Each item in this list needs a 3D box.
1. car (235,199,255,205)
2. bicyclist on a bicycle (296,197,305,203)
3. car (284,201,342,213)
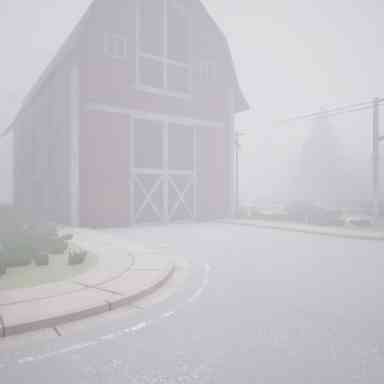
[{"bbox_3d":[5.520,1.552,38.492,1.812,1.442,4.674,0,0,-34],"label":"car"},{"bbox_3d":[13.275,1.322,40.233,1.656,1.620,0.582,46,-25,-24],"label":"bicyclist on a bicycle"},{"bbox_3d":[10.951,1.574,30.610,2.033,1.411,5.357,0,0,-35],"label":"car"}]
